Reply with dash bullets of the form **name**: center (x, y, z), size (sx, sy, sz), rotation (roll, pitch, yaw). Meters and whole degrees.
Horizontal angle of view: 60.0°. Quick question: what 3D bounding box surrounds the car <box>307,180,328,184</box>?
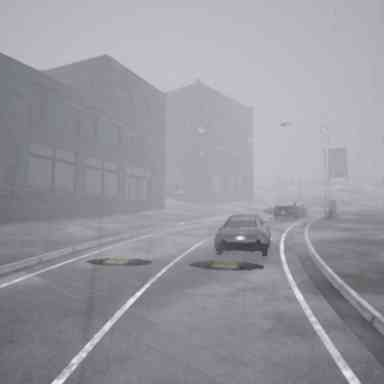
- **car**: center (29.569, -2.074, 80.268), size (4.892, 1.521, 2.231), rotation (1, -5, -7)

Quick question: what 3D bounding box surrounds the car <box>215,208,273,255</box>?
- **car**: center (2.148, 1.583, 13.533), size (1.994, 1.385, 4.181), rotation (-1, 0, 13)

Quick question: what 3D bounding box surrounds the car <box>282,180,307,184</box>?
- **car**: center (24.095, -2.138, 79.559), size (4.892, 1.521, 2.231), rotation (1, -5, -7)

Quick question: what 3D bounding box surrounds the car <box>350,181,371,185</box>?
- **car**: center (40.526, -1.878, 82.011), size (5.008, 1.535, 2.097), rotation (1, -5, -10)

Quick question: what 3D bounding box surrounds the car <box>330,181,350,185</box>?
- **car**: center (35.057, -1.944, 81.078), size (4.674, 1.452, 2.002), rotation (1, -5, -9)

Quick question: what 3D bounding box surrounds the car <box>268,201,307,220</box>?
- **car**: center (8.498, 1.493, 28.654), size (1.882, 1.535, 5.008), rotation (-3, -1, 30)

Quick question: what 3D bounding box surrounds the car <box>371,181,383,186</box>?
- **car**: center (45.950, -1.889, 83.064), size (4.553, 1.767, 2.185), rotation (1, -5, -11)

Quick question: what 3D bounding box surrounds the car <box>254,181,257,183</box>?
- **car**: center (13.243, -2.365, 78.180), size (4.553, 1.767, 2.185), rotation (1, -5, -7)

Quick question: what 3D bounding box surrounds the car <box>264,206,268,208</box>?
- **car**: center (9.806, 1.794, 37.120), size (1.895, 1.301, 4.718), rotation (-3, -2, 39)
